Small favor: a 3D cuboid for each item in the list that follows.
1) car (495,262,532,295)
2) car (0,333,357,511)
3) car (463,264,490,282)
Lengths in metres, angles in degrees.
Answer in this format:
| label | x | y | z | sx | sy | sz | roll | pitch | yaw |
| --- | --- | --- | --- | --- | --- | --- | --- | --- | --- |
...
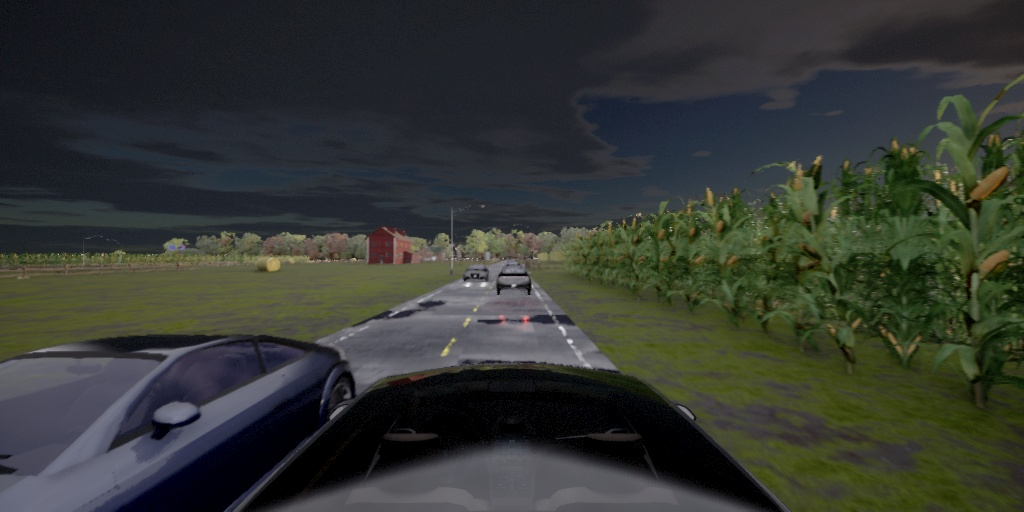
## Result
| label | x | y | z | sx | sy | sz | roll | pitch | yaw |
| --- | --- | --- | --- | --- | --- | --- | --- | --- | --- |
| car | 0.092 | 1.277 | 20.225 | 2.128 | 1.511 | 4.902 | 0 | 0 | 0 |
| car | -2.819 | 1.315 | 2.499 | 1.994 | 1.385 | 4.181 | 0 | 0 | 1 |
| car | -2.857 | 1.367 | 29.711 | 1.994 | 1.385 | 4.181 | 0 | 0 | 0 |
